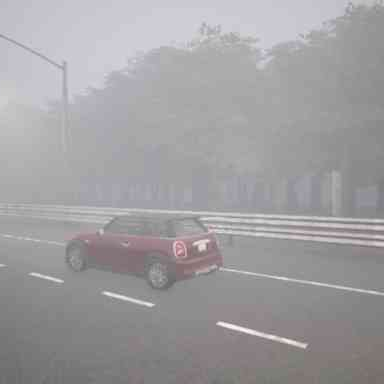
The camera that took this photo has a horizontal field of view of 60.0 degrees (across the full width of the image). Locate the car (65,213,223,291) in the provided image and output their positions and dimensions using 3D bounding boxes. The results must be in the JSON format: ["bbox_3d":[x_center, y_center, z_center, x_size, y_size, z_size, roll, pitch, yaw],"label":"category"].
[{"bbox_3d":[-1.484,1.351,9.229,4.553,1.767,2.097,0,0,36],"label":"car"}]
